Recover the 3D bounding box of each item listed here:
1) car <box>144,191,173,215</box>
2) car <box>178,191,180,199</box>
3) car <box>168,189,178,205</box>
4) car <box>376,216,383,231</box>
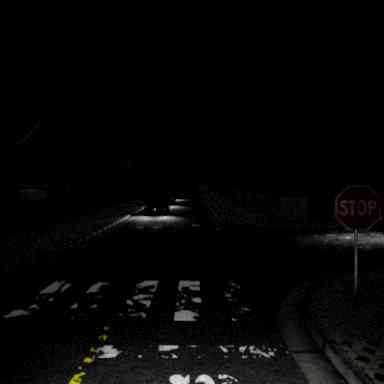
[{"bbox_3d":[-2.861,0.999,27.968,1.837,1.490,4.892,0,2,0],"label":"car"},{"bbox_3d":[-2.867,0.246,49.776,1.812,1.442,4.674,0,2,0],"label":"car"},{"bbox_3d":[-2.868,0.666,38.024,1.812,1.442,4.674,0,2,0],"label":"car"},{"bbox_3d":[12.463,1.562,18.656,4.718,1.301,1.895,0,0,-31],"label":"car"}]
